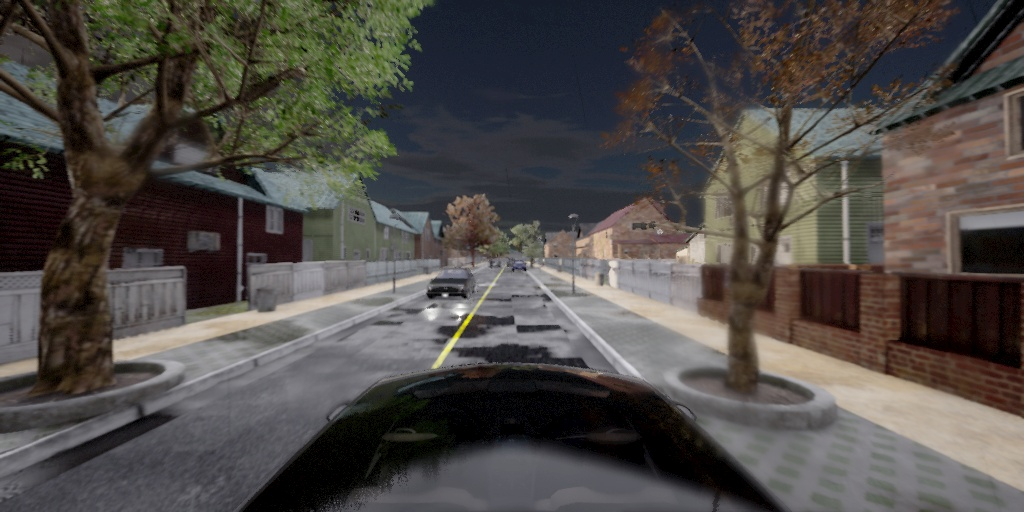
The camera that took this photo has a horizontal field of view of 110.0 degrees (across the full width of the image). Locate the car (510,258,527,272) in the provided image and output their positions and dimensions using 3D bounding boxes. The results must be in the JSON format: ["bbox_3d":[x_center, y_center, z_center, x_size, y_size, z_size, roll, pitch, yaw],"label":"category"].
[{"bbox_3d":[0.967,1.285,47.120,1.812,1.442,4.674,0,0,0],"label":"car"}]

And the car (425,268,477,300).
[{"bbox_3d":[-2.848,1.298,17.958,2.033,1.411,5.357,0,0,0],"label":"car"}]

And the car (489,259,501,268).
[{"bbox_3d":[-2.787,1.259,59.590,2.128,1.511,4.902,0,0,1],"label":"car"}]
